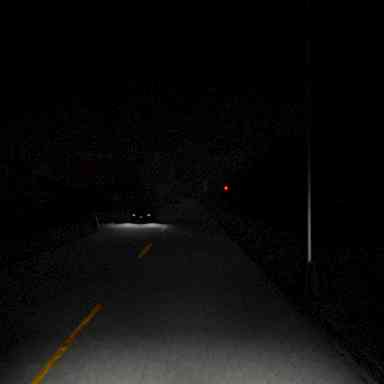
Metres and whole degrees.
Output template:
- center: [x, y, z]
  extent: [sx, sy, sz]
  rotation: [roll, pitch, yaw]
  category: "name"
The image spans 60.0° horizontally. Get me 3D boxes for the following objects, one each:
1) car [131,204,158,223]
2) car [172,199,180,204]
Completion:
- center: [-3.999, 1.775, 28.478]
  extent: [1.837, 1.490, 4.892]
  rotation: [0, -1, 0]
  category: "car"
- center: [-3.944, 2.543, 83.995]
  extent: [2.033, 1.411, 5.357]
  rotation: [0, -1, 0]
  category: "car"
